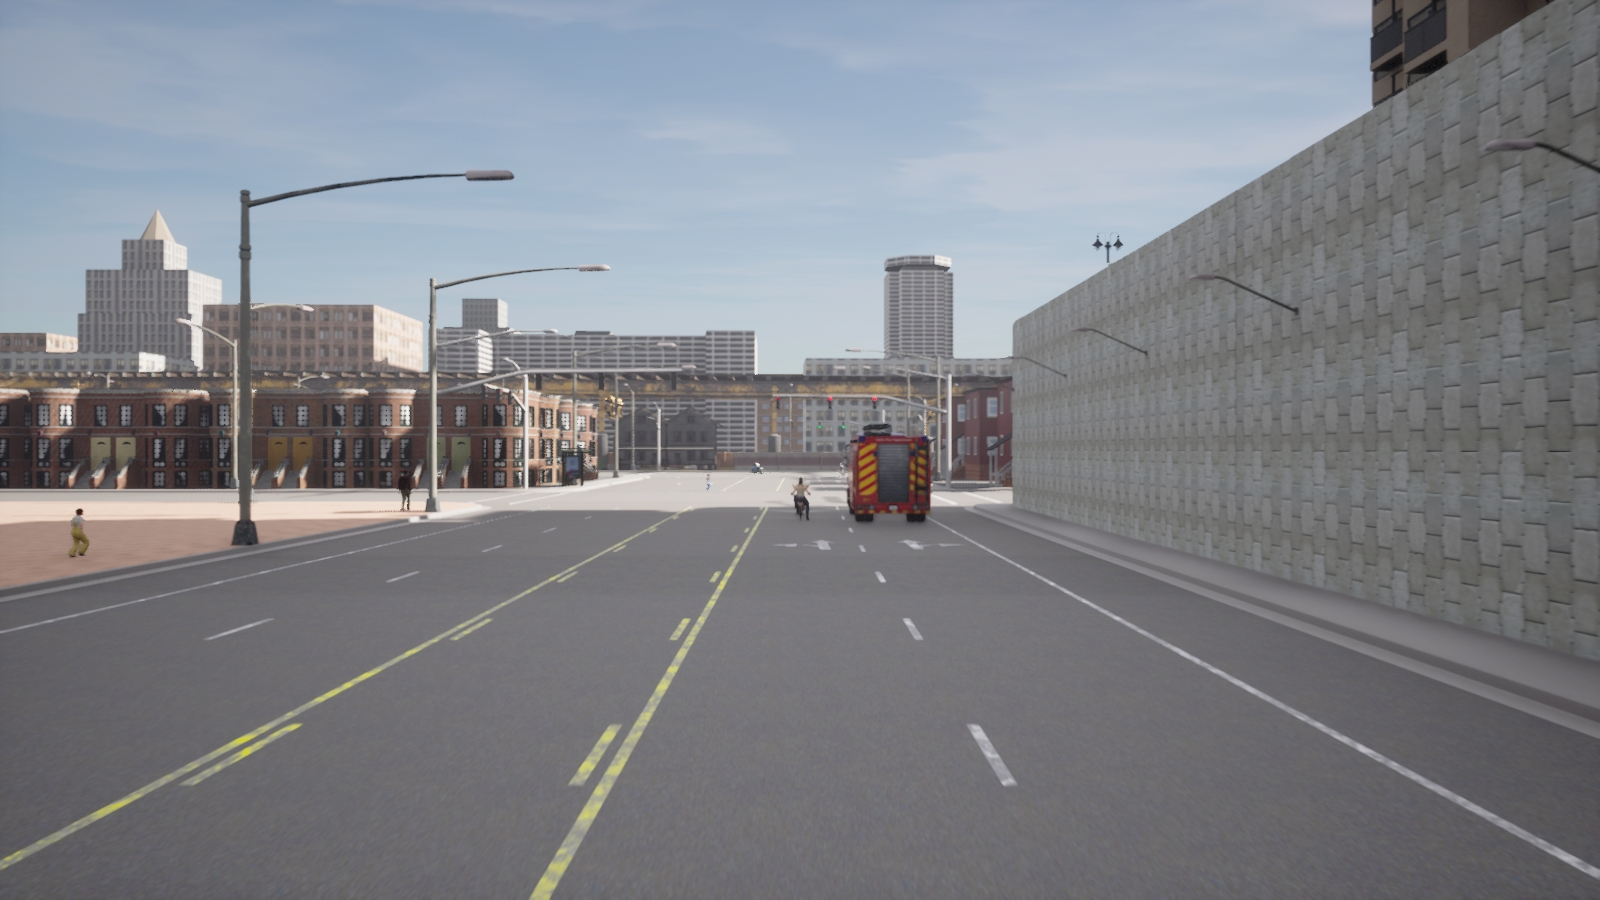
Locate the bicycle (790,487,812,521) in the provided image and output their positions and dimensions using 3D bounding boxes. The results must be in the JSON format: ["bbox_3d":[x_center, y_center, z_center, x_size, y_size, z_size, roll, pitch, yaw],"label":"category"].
[{"bbox_3d":[0.025,2.145,45.698,0.859,1.301,1.487,0,0,0],"label":"bicycle"}]

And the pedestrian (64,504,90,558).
[{"bbox_3d":[-17.803,1.984,28.138,0.375,1.300,0.375,0,0,12],"label":"pedestrian"}]

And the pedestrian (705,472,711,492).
[{"bbox_3d":[-6.201,2.129,76.623,0.375,1.300,0.375,0,0,0],"label":"pedestrian"}]

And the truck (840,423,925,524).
[{"bbox_3d":[3.275,0.890,47.518,2.891,3.827,8.468,0,0,0],"label":"truck"}]

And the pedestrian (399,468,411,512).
[{"bbox_3d":[-16.831,1.697,48.724,0.375,1.860,0.375,0,0,4],"label":"pedestrian"}]
